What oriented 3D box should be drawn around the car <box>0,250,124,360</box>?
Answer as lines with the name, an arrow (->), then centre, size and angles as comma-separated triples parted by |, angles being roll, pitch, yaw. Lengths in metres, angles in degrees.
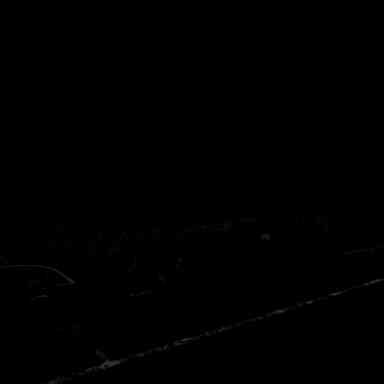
car -> -3.105, 1.551, 4.434 | 4.403, 1.369, 2.008 | 0, 0, -35

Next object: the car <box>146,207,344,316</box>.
car -> 1.471, 1.315, 7.679 | 5.009, 1.841, 2.192 | 0, 0, -35
